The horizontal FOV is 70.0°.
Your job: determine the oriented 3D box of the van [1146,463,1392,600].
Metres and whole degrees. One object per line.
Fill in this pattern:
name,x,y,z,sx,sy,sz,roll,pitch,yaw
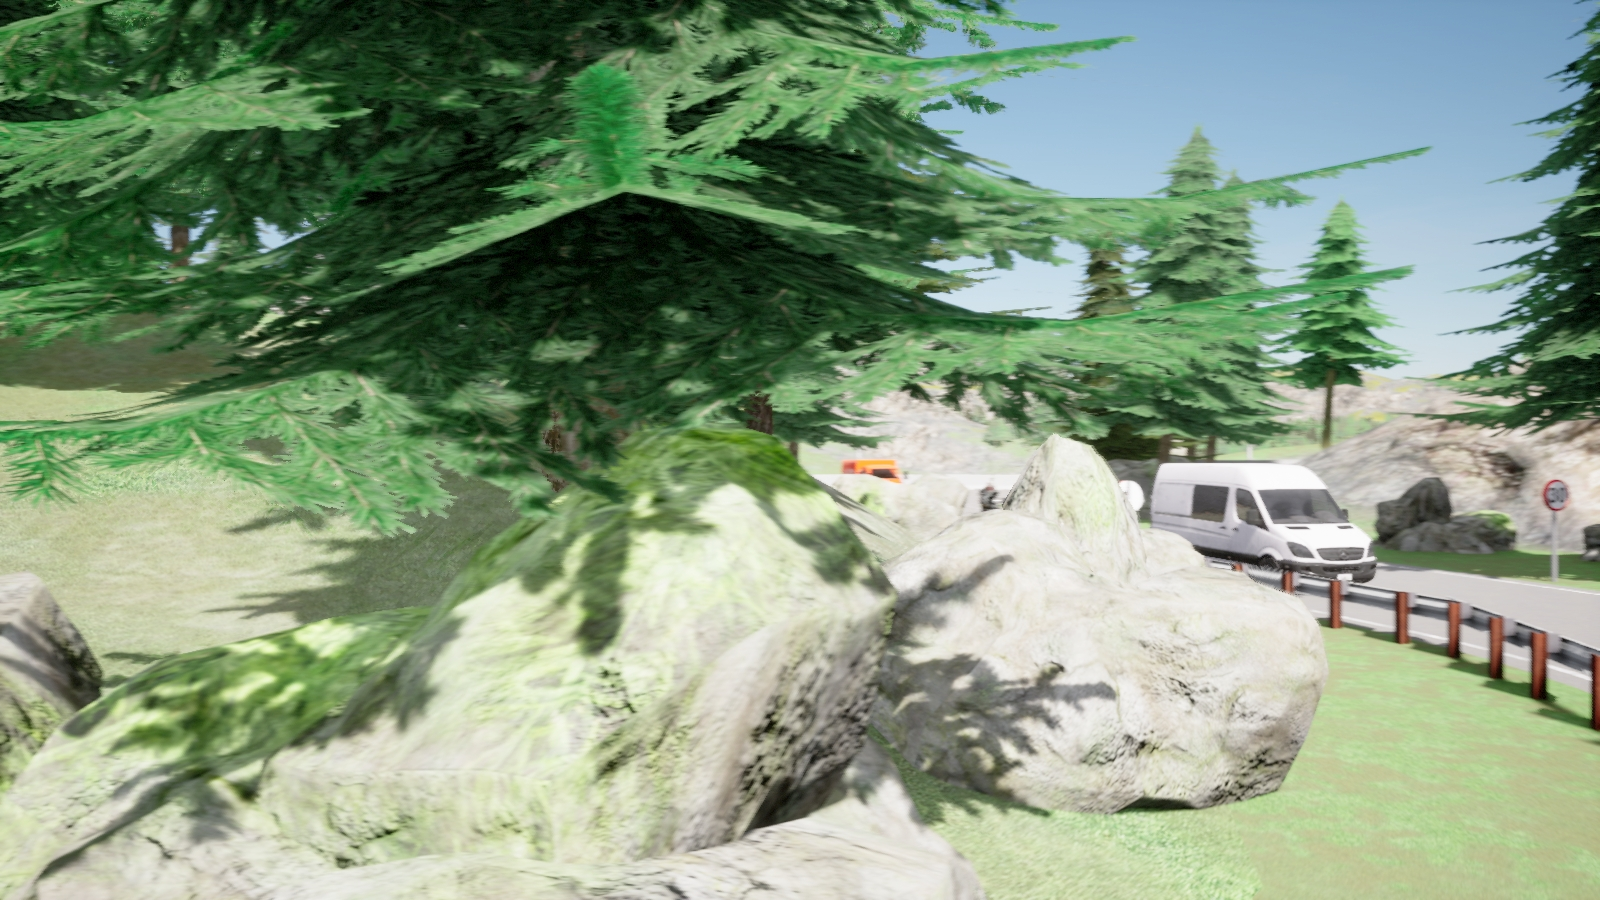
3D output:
van,9.890,1.580,24.825,1.988,2.561,5.915,0,0,-11

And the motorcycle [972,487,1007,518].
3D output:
motorcycle,8.416,2.311,50.812,0.867,1.251,2.209,0,0,-10

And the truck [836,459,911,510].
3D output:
truck,3.707,1.700,58.495,2.627,2.467,5.204,0,-1,-11
